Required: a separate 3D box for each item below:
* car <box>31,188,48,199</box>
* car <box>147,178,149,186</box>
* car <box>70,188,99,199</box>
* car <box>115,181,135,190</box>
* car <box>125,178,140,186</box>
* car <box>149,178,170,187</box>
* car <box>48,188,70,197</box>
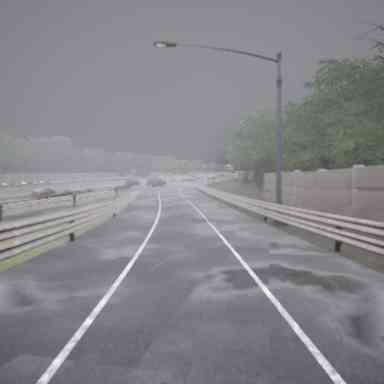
[{"bbox_3d":[-21.784,0.129,49.320,1.812,1.442,4.674,1,4,13],"label":"car"},{"bbox_3d":[-9.879,-2.608,85.403,2.150,2.045,5.566,1,4,13],"label":"car"},{"bbox_3d":[-14.961,0.162,47.750,1.837,1.490,4.892,1,4,13],"label":"car"},{"bbox_3d":[-13.919,-1.067,67.873,1.895,1.301,4.718,1,4,13],"label":"car"},{"bbox_3d":[-14.516,-2.285,80.862,2.150,2.045,5.566,1,4,13],"label":"car"},{"bbox_3d":[-7.694,-2.222,79.295,2.150,2.045,5.566,1,4,13],"label":"car"},{"bbox_3d":[-18.365,0.232,48.567,1.895,1.301,4.718,1,4,13],"label":"car"}]
